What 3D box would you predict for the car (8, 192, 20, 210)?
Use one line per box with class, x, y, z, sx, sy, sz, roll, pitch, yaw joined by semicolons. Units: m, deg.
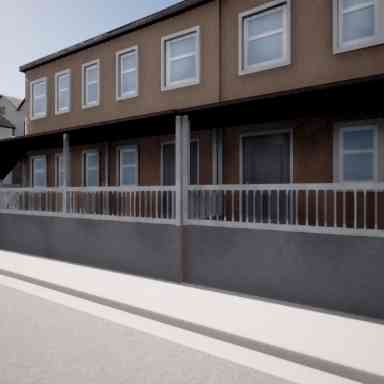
car;-15.132;0.850;28.667;2.033;1.411;5.357;0;16;34
